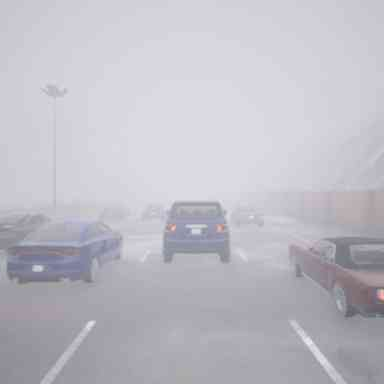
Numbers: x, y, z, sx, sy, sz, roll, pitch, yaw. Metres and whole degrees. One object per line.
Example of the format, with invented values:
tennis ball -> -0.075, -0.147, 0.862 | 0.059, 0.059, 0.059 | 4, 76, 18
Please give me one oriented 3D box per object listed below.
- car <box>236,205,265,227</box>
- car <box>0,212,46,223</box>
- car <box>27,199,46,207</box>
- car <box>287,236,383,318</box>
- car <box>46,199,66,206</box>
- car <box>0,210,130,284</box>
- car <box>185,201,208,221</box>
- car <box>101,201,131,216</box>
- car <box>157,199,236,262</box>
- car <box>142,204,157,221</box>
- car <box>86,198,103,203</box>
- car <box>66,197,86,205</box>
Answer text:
car -> 3.788, 1.635, 23.426 | 2.033, 1.411, 5.357 | 0, 0, 1
car -> -6.812, 1.588, 13.696 | 1.837, 1.490, 4.892 | 0, 0, 1
car -> -27.931, 1.903, 60.759 | 2.033, 1.411, 5.357 | 0, 0, 0
car -> 3.593, 1.621, 7.374 | 1.895, 1.301, 4.718 | 0, 0, 1
car -> -24.438, 1.906, 60.818 | 1.994, 1.385, 4.181 | 0, 0, 0
car -> -3.369, 1.533, 9.836 | 1.882, 1.535, 5.008 | 0, 0, 1
car -> 0.377, 1.605, 29.940 | 1.882, 1.535, 5.008 | 0, 0, 1
car -> -6.634, 1.712, 28.895 | 1.994, 1.385, 4.181 | 0, 0, 1
car -> 0.168, 1.274, 12.489 | 2.150, 2.045, 5.566 | 0, 0, 1
car -> -3.137, 1.700, 28.853 | 1.994, 1.385, 4.181 | 0, 0, 1
car -> -17.450, 1.890, 61.340 | 1.994, 1.385, 4.181 | 0, 0, 0
car -> -20.948, 1.690, 61.325 | 2.097, 1.767, 4.553 | 0, 0, 0
